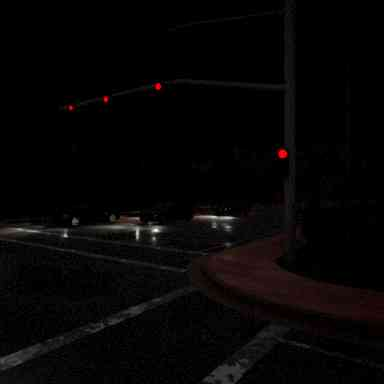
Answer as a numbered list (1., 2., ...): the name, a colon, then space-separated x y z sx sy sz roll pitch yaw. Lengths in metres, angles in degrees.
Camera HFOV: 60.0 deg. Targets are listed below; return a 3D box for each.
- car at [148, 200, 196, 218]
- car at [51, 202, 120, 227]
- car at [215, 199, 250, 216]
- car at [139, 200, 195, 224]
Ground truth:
1. car: -1.757 1.504 30.907 1.837 1.490 4.892 0 0 36
2. car: -7.284 1.477 23.189 1.882 1.535 5.008 0 0 36
3. car: 4.086 1.504 33.025 1.837 1.490 4.892 0 0 36
4. car: -1.769 1.477 24.883 1.882 1.535 5.008 0 0 36
